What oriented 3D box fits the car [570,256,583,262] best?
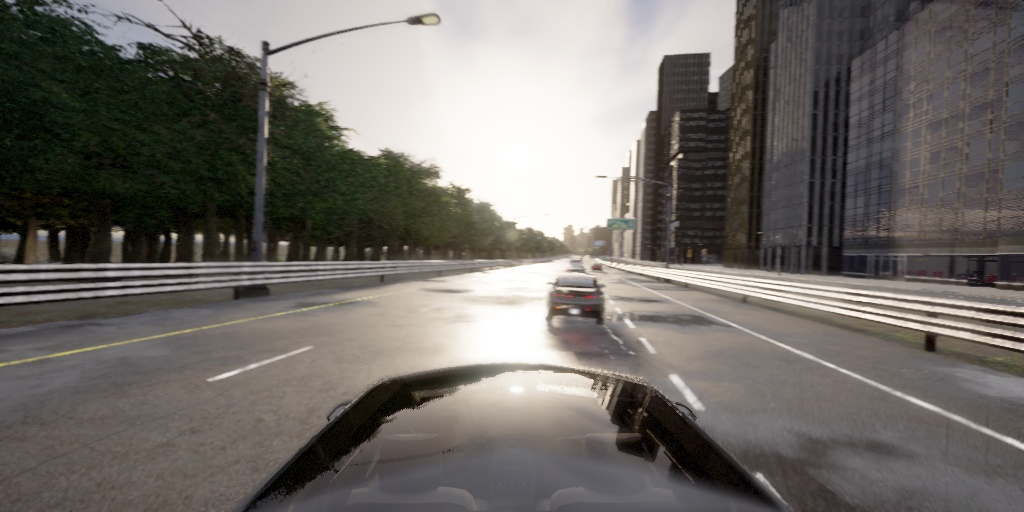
[{"bbox_3d":[9.971,1.483,56.481,2.150,2.045,5.566,2,0,10],"label":"car"}]

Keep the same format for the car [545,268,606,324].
[{"bbox_3d":[2.240,1.375,12.770,1.837,1.490,4.892,2,0,10],"label":"car"}]

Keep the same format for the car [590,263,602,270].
[{"bbox_3d":[14.702,1.952,62.570,1.837,1.490,4.892,2,0,10],"label":"car"}]

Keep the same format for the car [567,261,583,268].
[{"bbox_3d":[6.069,1.563,34.428,2.128,1.511,4.902,2,0,10],"label":"car"}]
